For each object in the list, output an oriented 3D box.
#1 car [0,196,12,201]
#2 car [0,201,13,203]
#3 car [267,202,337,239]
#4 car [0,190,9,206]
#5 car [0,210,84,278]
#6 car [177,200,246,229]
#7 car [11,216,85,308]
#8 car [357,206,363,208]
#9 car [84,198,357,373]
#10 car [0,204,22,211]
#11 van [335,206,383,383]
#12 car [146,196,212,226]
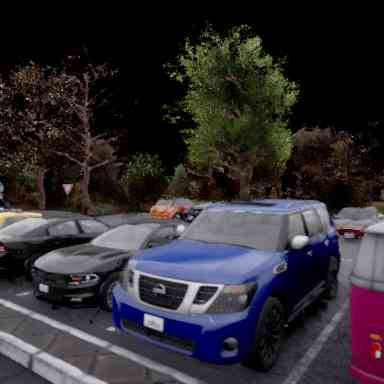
[{"bbox_3d":[-24.112,0.963,39.946,2.185,1.767,4.553,1,1,35],"label":"car"},{"bbox_3d":[-10.335,1.305,14.406,2.002,1.452,4.674,1,1,35],"label":"car"},{"bbox_3d":[6.139,1.407,18.111,2.231,1.521,4.892,1,0,36],"label":"car"},{"bbox_3d":[-26.348,0.797,41.605,2.435,2.045,5.566,1,1,35],"label":"car"},{"bbox_3d":[-3.437,1.371,9.477,2.097,1.535,5.008,1,1,36],"label":"car"},{"bbox_3d":[1.434,1.333,21.454,2.097,1.535,5.008,1,1,35],"label":"car"},{"bbox_3d":[-1.132,1.406,7.846,2.097,1.535,5.008,1,1,35],"label":"car"},{"bbox_3d":[8.314,1.469,16.514,2.163,1.488,4.792,1,1,36],"label":"car"},{"bbox_3d":[1.152,1.191,6.176,2.435,2.045,5.566,1,1,36],"label":"car"},{"bbox_3d":[-5.628,1.333,11.274,1.946,1.575,5.366,1,1,35],"label":"car"},{"bbox_3d":[3.536,1.252,4.654,1.878,1.987,4.442,1,1,35],"label":"van"},{"bbox_3d":[-0.777,1.173,22.999,2.185,1.767,4.553,1,1,36],"label":"car"}]
